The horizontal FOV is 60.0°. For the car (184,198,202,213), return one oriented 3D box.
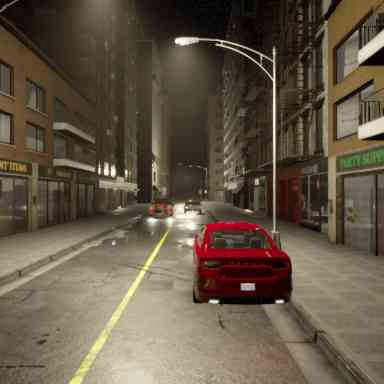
[{"bbox_3d":[0.080,1.621,36.636,1.895,1.301,4.718,0,0,0],"label":"car"}]

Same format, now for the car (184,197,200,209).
[{"bbox_3d":[0.030,1.523,46.711,2.128,1.511,4.902,0,0,0],"label":"car"}]

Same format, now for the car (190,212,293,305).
[{"bbox_3d":[0.963,1.480,8.201,1.882,1.535,5.008,0,0,0],"label":"car"}]

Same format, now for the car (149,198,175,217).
[{"bbox_3d":[-2.747,1.367,31.002,2.097,1.767,4.553,0,0,0],"label":"car"}]
